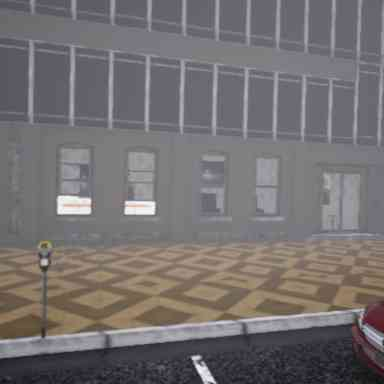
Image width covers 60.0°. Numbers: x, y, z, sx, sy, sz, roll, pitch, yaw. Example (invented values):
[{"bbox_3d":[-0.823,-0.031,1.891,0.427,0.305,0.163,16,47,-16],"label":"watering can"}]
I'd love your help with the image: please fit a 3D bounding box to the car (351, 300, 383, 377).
[{"bbox_3d":[4.049,1.583,4.028,4.206,1.307,1.802,1,1,-15],"label":"car"}]
